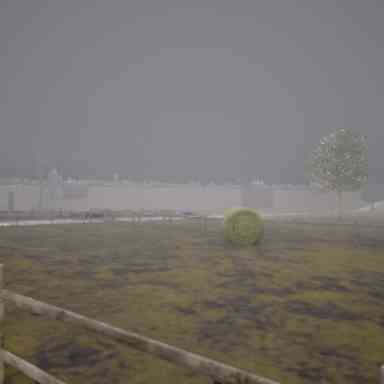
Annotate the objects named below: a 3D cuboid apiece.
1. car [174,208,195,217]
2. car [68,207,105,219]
[{"bbox_3d":[-1.373,3.710,60.634,2.128,1.511,4.902,1,-2,35],"label":"car"},{"bbox_3d":[-13.617,2.759,43.138,1.882,1.535,5.008,1,-2,35],"label":"car"}]
